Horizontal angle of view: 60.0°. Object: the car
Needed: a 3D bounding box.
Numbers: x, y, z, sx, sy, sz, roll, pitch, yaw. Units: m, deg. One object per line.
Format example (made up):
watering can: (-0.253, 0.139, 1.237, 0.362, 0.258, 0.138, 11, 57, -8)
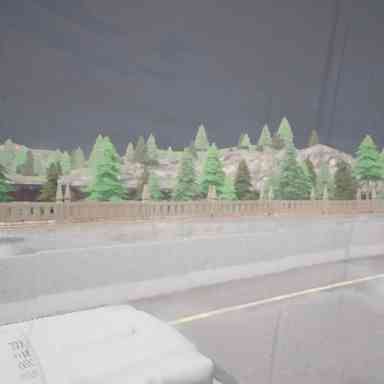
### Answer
car: (-2.074, 1.599, 2.261, 4.718, 1.301, 1.895, 0, 0, -35)
